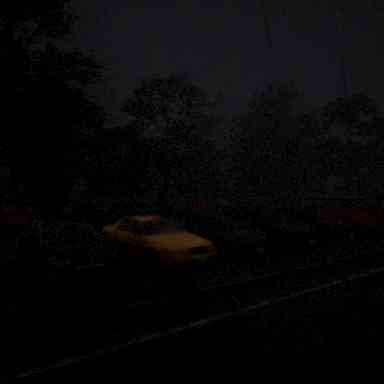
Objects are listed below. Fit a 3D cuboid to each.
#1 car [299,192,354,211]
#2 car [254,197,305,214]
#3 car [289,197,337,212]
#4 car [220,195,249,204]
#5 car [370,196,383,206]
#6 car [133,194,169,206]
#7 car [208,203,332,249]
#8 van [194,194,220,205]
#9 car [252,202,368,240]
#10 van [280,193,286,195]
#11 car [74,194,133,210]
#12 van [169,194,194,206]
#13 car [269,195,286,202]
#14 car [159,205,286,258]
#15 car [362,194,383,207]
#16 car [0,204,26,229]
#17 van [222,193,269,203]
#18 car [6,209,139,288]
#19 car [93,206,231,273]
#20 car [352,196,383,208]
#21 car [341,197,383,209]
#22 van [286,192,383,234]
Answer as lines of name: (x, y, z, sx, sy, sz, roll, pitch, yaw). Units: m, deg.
car: (15.887, 1.061, 39.559, 2.435, 2.045, 5.566, 0, 0, -35)
car: (9.012, 1.341, 34.672, 2.163, 1.488, 4.792, 0, 0, -35)
car: (13.662, 1.338, 37.907, 2.163, 1.488, 4.792, 0, 0, -35)
car: (2.361, 1.353, 29.915, 2.097, 1.535, 5.008, -1, 0, -35)
car: (29.351, 1.330, 49.089, 2.097, 1.535, 5.008, 0, 0, -35)
car: (-4.394, 1.165, 25.072, 2.435, 2.045, 5.566, -1, 0, -35)
car: (3.117, 1.449, 14.362, 2.163, 1.488, 4.792, -1, 0, -35)
van: (0.037, 1.148, 28.399, 1.878, 1.987, 4.442, -1, 0, -35)
car: (5.380, 1.428, 15.971, 2.163, 1.488, 4.792, -1, 0, -35)
van: (11.219, 1.082, 36.349, 1.878, 1.987, 4.442, 0, 0, -35)
car: (-6.652, 1.186, 23.467, 2.435, 2.045, 5.566, -1, 0, -35)
van: (-2.085, 1.169, 26.604, 1.878, 1.987, 4.442, -1, 0, -35)
car: (6.860, 1.349, 33.143, 2.163, 1.488, 4.792, 0, 0, -35)
car: (0.855, 1.470, 12.754, 2.163, 1.488, 4.792, -1, 0, -35)
car: (27.072, 1.201, 47.513, 2.185, 1.767, 4.553, 0, 0, -35)
car: (-11.180, 1.479, 20.276, 2.097, 1.535, 5.008, -1, 0, -35)
van: (4.696, 1.109, 31.435, 1.878, 1.987, 4.442, 0, 0, -36)
car: (-3.691, 1.484, 9.566, 2.231, 1.521, 4.892, -1, 0, -35)
car: (-1.318, 1.459, 11.018, 1.946, 1.575, 5.366, -1, 0, -35)
car: (24.950, 1.354, 45.931, 2.163, 1.488, 4.792, 0, 0, -35)
car: (22.677, 1.361, 44.348, 2.002, 1.452, 4.674, 0, 0, -35)
van: (7.556, 1.152, 17.697, 1.878, 1.987, 4.442, -1, 0, -35)
